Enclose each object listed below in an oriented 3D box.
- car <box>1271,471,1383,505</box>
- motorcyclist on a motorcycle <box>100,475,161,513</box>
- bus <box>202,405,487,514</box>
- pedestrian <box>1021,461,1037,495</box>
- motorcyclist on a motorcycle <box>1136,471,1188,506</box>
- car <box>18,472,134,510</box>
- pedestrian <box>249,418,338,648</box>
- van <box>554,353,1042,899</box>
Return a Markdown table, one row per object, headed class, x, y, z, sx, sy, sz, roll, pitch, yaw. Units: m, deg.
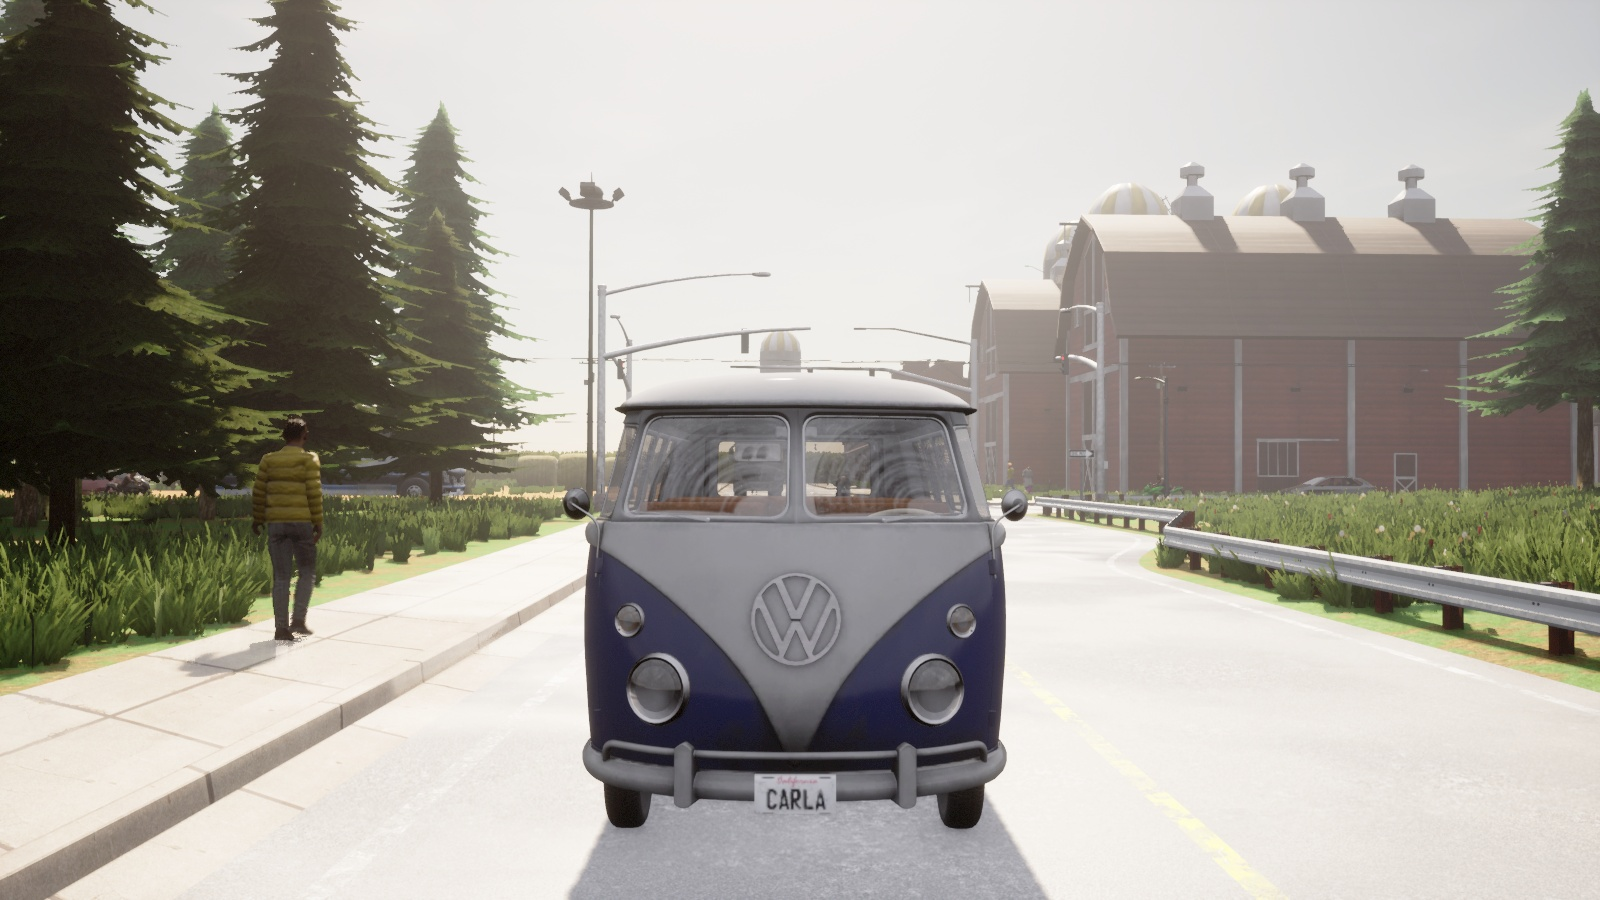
| class | x | y | z | sx | sy | sz | roll | pitch | yaw |
| --- | --- | --- | --- | --- | --- | --- | --- | --- | --- |
| car | 23.452 | 1.699 | 55.983 | 4.193 | 1.474 | 1.816 | 0 | -1 | -1 |
| motorcyclist on a motorcycle | -27.342 | 1.792 | 51.301 | 2.044 | 1.523 | 0.797 | 0 | -1 | -1 |
| bus | -18.437 | 0.402 | 51.531 | 10.273 | 4.253 | 3.944 | 0 | -1 | -1 |
| pedestrian | 13.063 | 1.606 | 71.699 | 0.659 | 1.952 | 0.873 | 0 | -1 | -7 |
| motorcyclist on a motorcycle | 16.080 | 1.694 | 55.812 | 2.044 | 1.523 | 0.797 | 0 | -1 | -1 |
| car | -31.484 | 1.782 | 54.706 | 3.988 | 1.617 | 1.851 | 0 | -1 | -1 |
| pedestrian | -4.178 | 0.668 | 10.394 | 0.431 | 1.840 | 0.709 | 0 | -1 | 1 |
| van | -0.024 | 0.682 | 6.802 | 1.775 | 1.987 | 4.442 | 0 | -1 | 0 |
